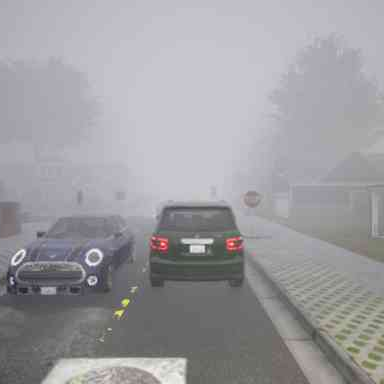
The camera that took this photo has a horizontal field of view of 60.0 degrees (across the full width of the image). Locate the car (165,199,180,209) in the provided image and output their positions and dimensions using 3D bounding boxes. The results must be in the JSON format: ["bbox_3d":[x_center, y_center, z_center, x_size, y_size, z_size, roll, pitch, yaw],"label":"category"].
[{"bbox_3d":[-2.724,1.692,47.208,1.895,1.301,4.718,0,0,0],"label":"car"}]

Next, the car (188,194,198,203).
[{"bbox_3d":[0.203,1.434,78.619,2.150,2.045,5.566,0,0,0],"label":"car"}]

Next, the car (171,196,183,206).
[{"bbox_3d":[-2.678,1.606,59.715,1.882,1.535,5.008,0,0,1],"label":"car"}]

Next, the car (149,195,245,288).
[{"bbox_3d":[0.121,1.231,9.385,2.150,2.045,5.566,0,0,0],"label":"car"}]

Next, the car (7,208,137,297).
[{"bbox_3d":[-2.826,1.360,8.815,2.097,1.767,4.553,0,0,0],"label":"car"}]

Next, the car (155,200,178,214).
[{"bbox_3d":[-2.761,1.631,36.679,1.994,1.385,4.181,0,0,3],"label":"car"}]
